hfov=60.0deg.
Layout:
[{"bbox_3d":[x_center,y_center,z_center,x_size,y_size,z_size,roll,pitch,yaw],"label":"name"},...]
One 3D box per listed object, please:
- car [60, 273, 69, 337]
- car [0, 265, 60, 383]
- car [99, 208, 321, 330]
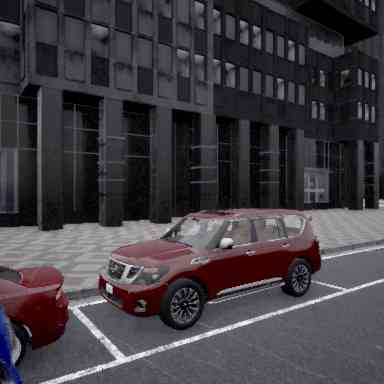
[{"bbox_3d":[-3.852,1.544,3.913,4.507,1.381,1.887,0,0,-35],"label":"car"},{"bbox_3d":[-3.540,1.221,0.880,5.566,2.045,2.150,0,0,-35],"label":"car"},{"bbox_3d":[0.664,1.315,7.075,5.009,1.841,2.192,0,0,-35],"label":"car"}]
